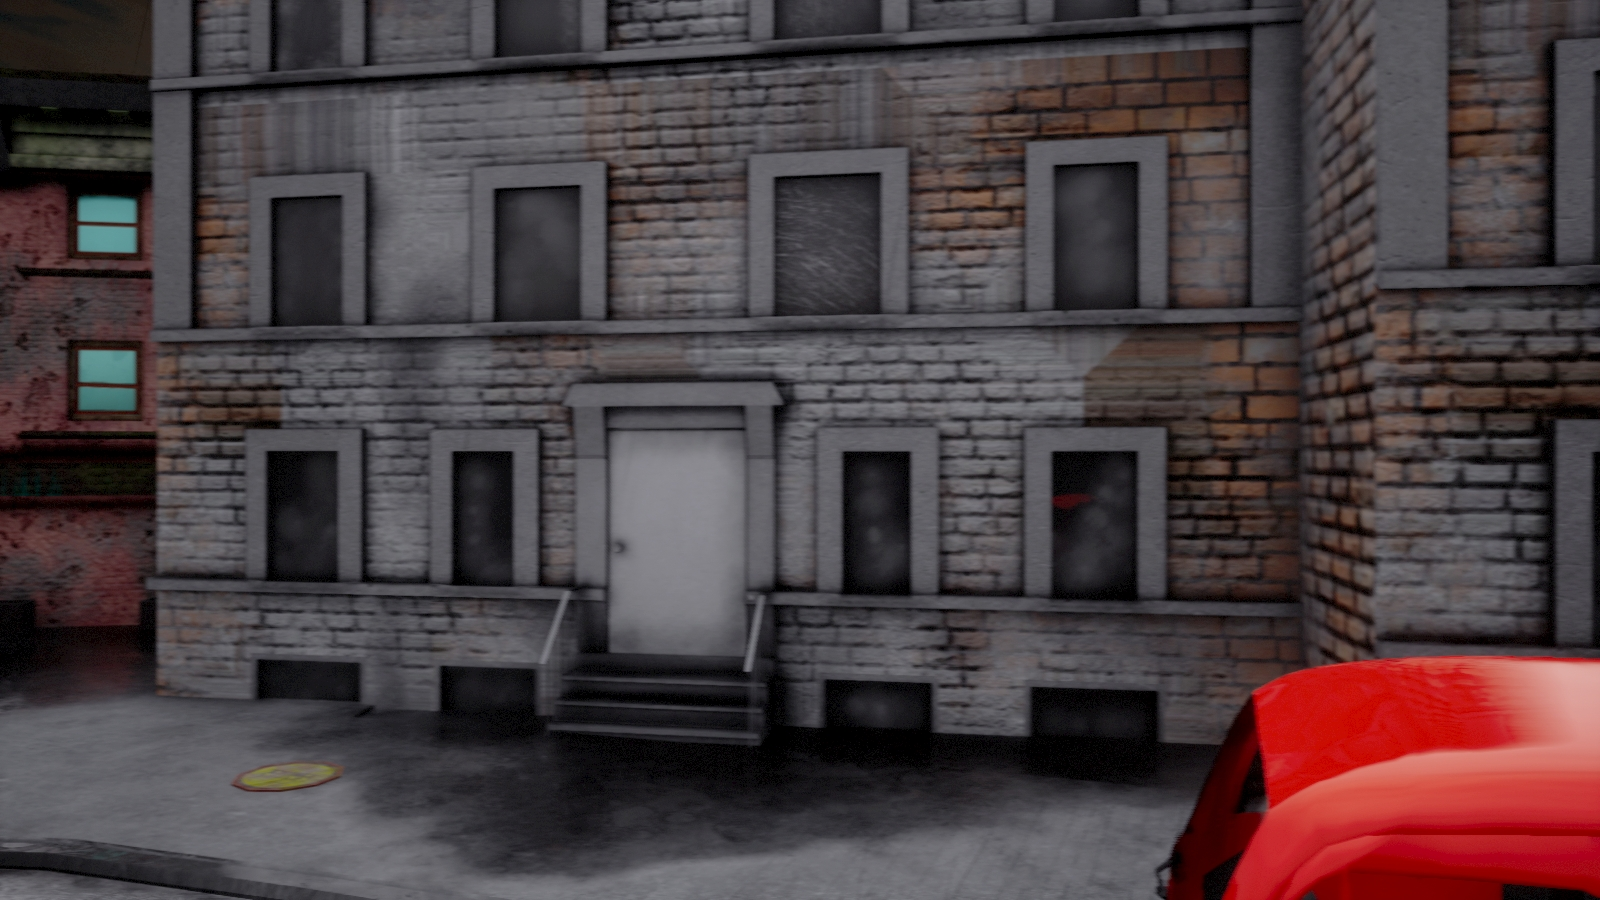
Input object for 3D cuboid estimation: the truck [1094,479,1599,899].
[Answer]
[{"bbox_3d":[3.436,1.347,2.429,5.204,2.467,2.627,0,0,20],"label":"truck"}]
